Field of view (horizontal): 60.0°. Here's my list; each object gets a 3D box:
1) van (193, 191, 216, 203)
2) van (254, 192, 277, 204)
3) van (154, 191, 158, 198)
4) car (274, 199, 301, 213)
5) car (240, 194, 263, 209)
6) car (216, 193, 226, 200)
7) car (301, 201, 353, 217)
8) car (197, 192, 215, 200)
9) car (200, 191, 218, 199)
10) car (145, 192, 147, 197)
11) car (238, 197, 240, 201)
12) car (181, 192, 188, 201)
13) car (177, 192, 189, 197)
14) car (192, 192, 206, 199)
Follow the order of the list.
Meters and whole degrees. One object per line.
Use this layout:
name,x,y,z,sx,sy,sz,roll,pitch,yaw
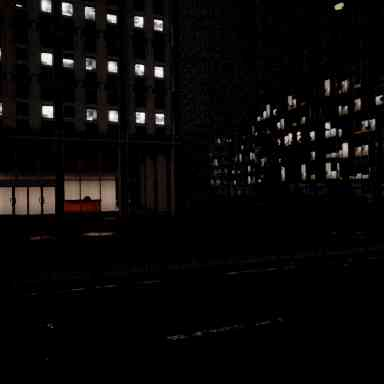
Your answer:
van,1.996,0.952,56.017,1.690,1.788,3.998,0,1,-21
van,11.858,0.871,53.722,1.690,1.788,3.998,0,1,-21
van,-8.215,0.687,82.537,1.690,1.788,3.998,0,1,-21
car,10.060,1.399,34.765,1.802,1.307,4.206,0,1,-21
car,8.072,1.332,40.090,1.947,1.339,4.313,0,1,-21
car,5.733,0.954,69.637,1.802,1.307,4.206,0,1,-21
car,12.086,1.434,29.453,1.947,1.339,4.313,0,1,-21
car,2.864,0.879,69.858,1.882,1.535,5.008,-1,1,-21
car,3.689,0.634,74.938,2.192,1.841,5.009,0,1,-21
car,-10.257,0.733,87.841,1.967,1.590,4.097,0,1,-21
car,9.817,1.060,59.029,1.802,1.307,4.206,0,1,-21
car,-2.088,1.056,66.627,2.008,1.369,4.403,0,1,-21
car,-2.436,0.710,90.852,2.008,1.369,4.403,0,1,-21
car,1.647,0.706,80.243,1.967,1.590,4.097,0,1,-21
